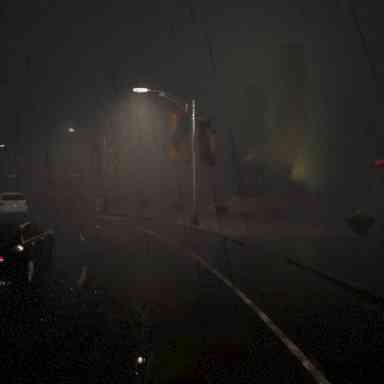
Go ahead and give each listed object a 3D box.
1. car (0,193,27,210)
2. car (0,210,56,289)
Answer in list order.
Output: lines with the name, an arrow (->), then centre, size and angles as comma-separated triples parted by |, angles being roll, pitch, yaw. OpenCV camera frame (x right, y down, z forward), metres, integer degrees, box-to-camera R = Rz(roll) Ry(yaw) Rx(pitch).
car -> -15.769, 1.118, 28.021 | 2.150, 2.045, 5.566 | 0, 0, -45
car -> -4.928, 1.473, 8.846 | 1.837, 1.490, 4.892 | 0, 1, -13
